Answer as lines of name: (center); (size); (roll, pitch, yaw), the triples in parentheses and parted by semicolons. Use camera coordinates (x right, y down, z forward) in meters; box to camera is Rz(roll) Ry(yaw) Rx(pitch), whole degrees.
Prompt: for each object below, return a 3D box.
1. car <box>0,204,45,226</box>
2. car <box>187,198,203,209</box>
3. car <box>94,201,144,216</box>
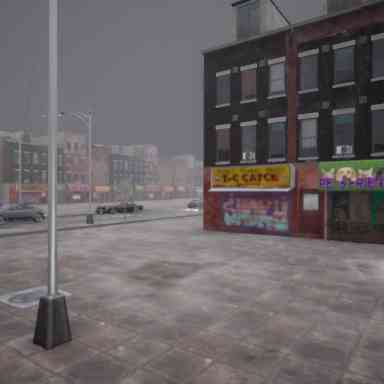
car: (-12.622, 1.515, 23.386); (1.994, 1.385, 4.181); (0, 0, 36)
car: (1.173, 1.429, 42.895); (1.994, 1.385, 4.181); (0, 0, 35)
car: (-6.863, 1.515, 31.543); (1.895, 1.301, 4.718); (0, 0, 35)
